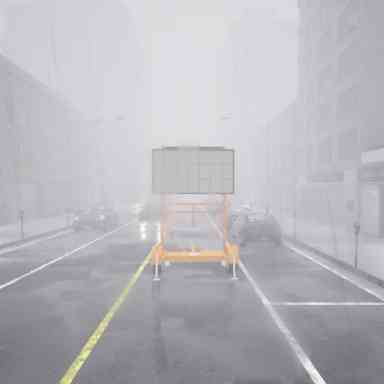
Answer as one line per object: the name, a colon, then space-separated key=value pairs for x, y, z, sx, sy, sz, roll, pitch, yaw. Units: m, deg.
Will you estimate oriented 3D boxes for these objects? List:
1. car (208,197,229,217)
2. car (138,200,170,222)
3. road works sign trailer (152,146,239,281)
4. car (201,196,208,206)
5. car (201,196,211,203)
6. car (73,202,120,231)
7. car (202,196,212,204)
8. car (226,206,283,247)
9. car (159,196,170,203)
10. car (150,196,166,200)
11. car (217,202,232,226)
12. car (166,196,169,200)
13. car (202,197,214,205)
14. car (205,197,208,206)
car: x=2.799 y=1.444 z=31.294 sx=1.967 sy=1.590 sz=4.097 roll=-1 pitch=0 yaw=0
car: x=-2.960 y=1.565 z=26.057 sx=1.994 sy=1.385 sz=4.181 roll=0 pitch=0 yaw=0
road works sign trailer: x=0.039 y=0.463 z=9.885 sx=2.380 sy=3.560 sz=2.880 roll=0 pitch=0 yaw=-2
car: x=2.836 y=1.583 z=53.314 sx=1.947 sy=1.339 sz=4.313 roll=-1 pitch=0 yaw=0
car: x=2.861 y=1.575 z=69.830 sx=1.887 sy=1.381 sz=4.507 roll=-1 pitch=0 yaw=0
car: x=-5.743 y=1.440 z=20.297 sx=1.967 sy=1.590 sz=4.097 roll=-1 pitch=0 yaw=0
car: x=2.853 y=1.570 z=64.324 sx=1.887 sy=1.381 sz=4.507 roll=-1 pitch=0 yaw=0
car: x=2.775 y=1.550 z=14.778 sx=2.008 sy=1.369 sz=4.403 roll=-1 pitch=0 yaw=0
car: x=-5.664 y=1.575 z=69.843 sx=1.887 sy=1.381 sz=4.507 roll=-1 pitch=0 yaw=0
car: x=-5.691 y=1.456 z=53.327 sx=1.967 sy=1.590 sz=4.097 roll=-1 pitch=0 yaw=0
car: x=2.783 y=1.545 z=20.283 sx=1.887 sy=1.381 sz=4.507 roll=-1 pitch=0 yaw=0
car: x=-5.681 y=1.586 z=58.833 sx=1.947 sy=1.339 sz=4.313 roll=-1 pitch=0 yaw=0
car: x=2.844 y=1.566 z=58.819 sx=1.887 sy=1.381 sz=4.507 roll=-1 pitch=0 yaw=0
car: x=2.809 y=1.551 z=36.799 sx=1.887 sy=1.381 sz=4.507 roll=-1 pitch=0 yaw=0
